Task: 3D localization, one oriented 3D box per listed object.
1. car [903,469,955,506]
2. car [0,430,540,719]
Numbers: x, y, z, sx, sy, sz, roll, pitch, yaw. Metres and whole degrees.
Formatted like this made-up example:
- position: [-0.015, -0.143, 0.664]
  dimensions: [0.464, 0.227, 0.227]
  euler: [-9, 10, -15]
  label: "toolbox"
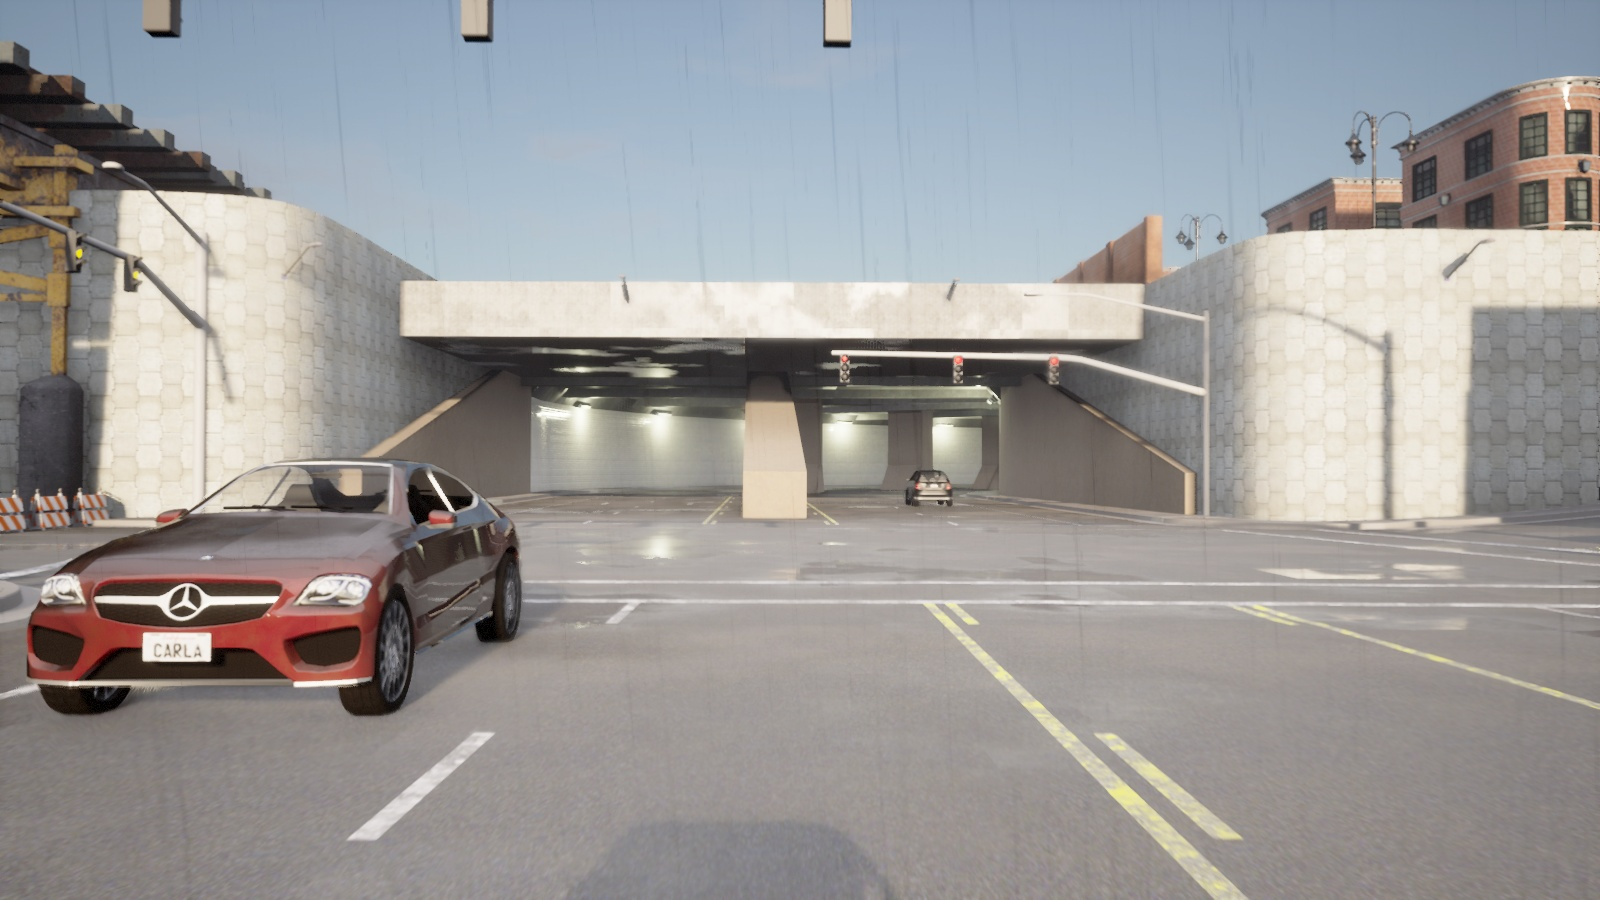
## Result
- position: [5.566, 1.590, 54.531]
  dimensions: [1.789, 1.549, 3.705]
  euler: [0, -1, -2]
  label: "car"
- position: [-3.598, 0.751, 9.732]
  dimensions: [2.152, 1.651, 5.027]
  euler: [0, -1, 0]
  label: "car"
